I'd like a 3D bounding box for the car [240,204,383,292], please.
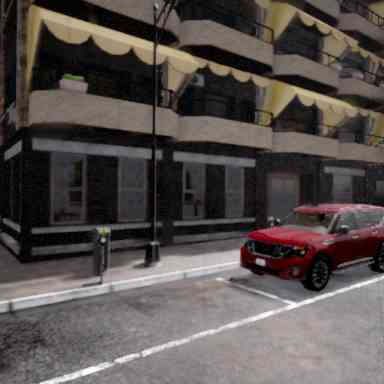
[{"bbox_3d":[3.635,1.292,9.128,5.009,1.841,2.192,0,1,-35],"label":"car"}]
